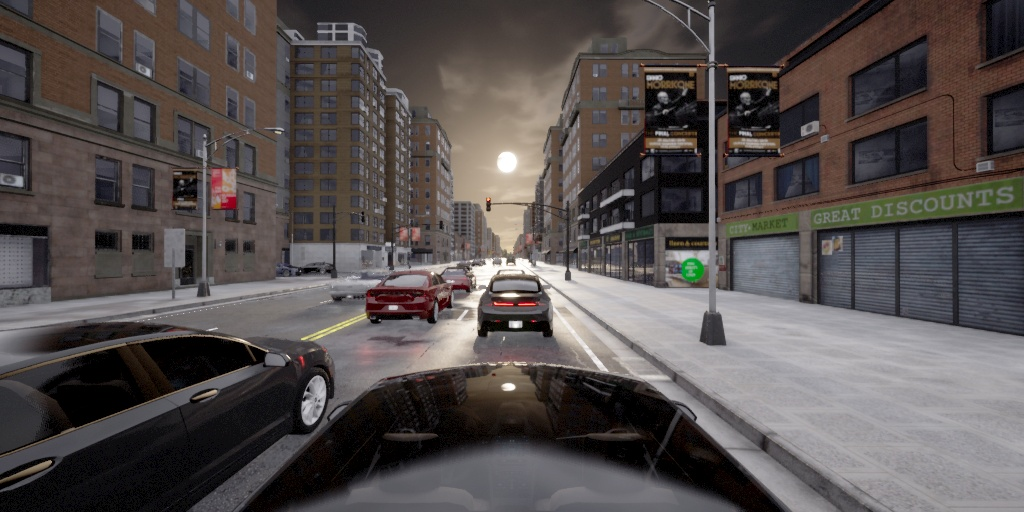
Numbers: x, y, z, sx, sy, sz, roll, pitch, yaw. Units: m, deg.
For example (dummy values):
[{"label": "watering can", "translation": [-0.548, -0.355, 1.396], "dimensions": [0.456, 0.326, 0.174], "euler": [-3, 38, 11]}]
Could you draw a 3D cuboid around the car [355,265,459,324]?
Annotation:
[{"label": "car", "translation": [-3.182, 1.229, 12.052], "dimensions": [1.882, 1.535, 5.008], "euler": [0, 0, 0]}]

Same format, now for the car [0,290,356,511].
[{"label": "car", "translation": [-3.153, 1.255, 2.617], "dimensions": [1.837, 1.490, 4.892], "euler": [0, 0, 0]}]

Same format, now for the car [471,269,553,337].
[{"label": "car", "translation": [0.075, 1.255, 10.298], "dimensions": [1.837, 1.490, 4.892], "euler": [0, 0, 0]}]

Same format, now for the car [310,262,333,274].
[{"label": "car", "translation": [-22.267, 1.347, 40.668], "dimensions": [4.313, 1.339, 1.948], "euler": [0, 0, 0]}]

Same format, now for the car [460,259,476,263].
[{"label": "car", "translation": [-6.749, 1.316, 51.422], "dimensions": [2.033, 1.411, 5.357], "euler": [0, 0, 0]}]

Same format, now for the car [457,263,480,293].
[{"label": "car", "translation": [-3.205, 1.317, 20.946], "dimensions": [1.994, 1.385, 4.181], "euler": [0, 0, -1]}]

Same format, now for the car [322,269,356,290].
[{"label": "car", "translation": [-6.649, 1.353, 16.877], "dimensions": [1.895, 1.301, 4.718], "euler": [0, 0, 0]}]

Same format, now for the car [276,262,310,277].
[{"label": "car", "translation": [-22.736, 1.315, 35.187], "dimensions": [4.181, 1.385, 1.994], "euler": [0, 0, 0]}]
